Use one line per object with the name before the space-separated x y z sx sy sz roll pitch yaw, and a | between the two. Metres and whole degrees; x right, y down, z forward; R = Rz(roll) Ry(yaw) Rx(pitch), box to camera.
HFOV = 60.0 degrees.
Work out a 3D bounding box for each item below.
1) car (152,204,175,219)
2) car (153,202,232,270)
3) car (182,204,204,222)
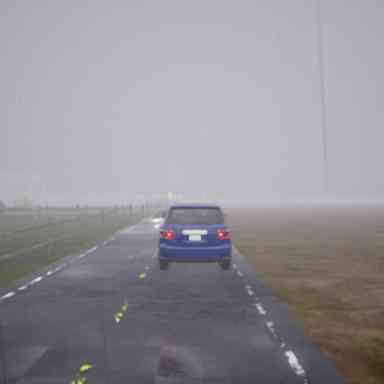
car | -2.845 1.937 34.016 1.994 1.385 4.181 0 -1 0
car | 0.088 1.349 11.659 2.150 2.045 5.566 0 0 0
car | 0.083 1.864 30.890 1.812 1.442 4.674 0 0 0
